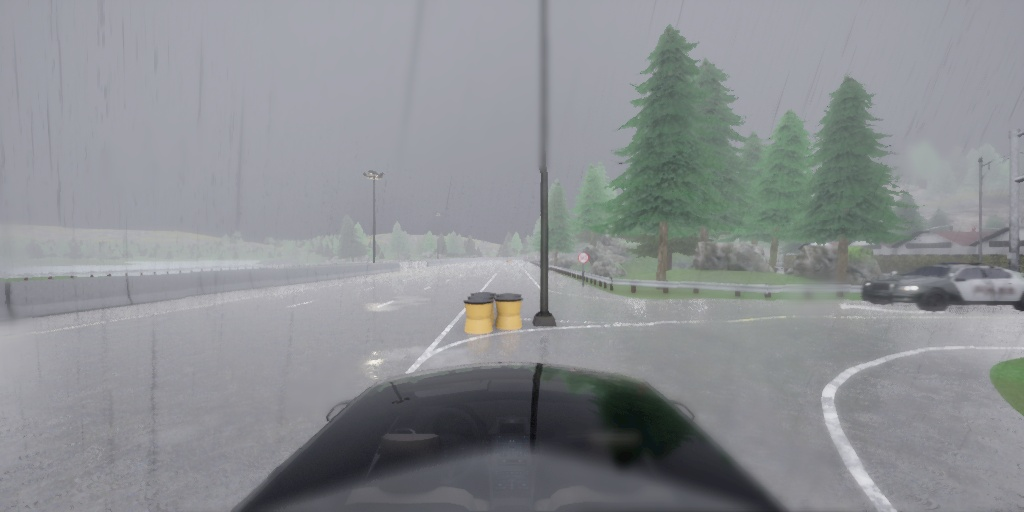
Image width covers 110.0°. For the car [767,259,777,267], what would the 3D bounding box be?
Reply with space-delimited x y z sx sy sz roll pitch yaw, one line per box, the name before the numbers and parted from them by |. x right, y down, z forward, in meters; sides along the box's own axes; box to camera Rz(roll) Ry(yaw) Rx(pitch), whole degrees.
car | 33.747 1.226 49.862 1.882 1.535 5.008 0 0 0

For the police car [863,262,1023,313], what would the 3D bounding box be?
police car | 14.997 1.008 12.292 4.974 1.542 2.038 0 0 1
